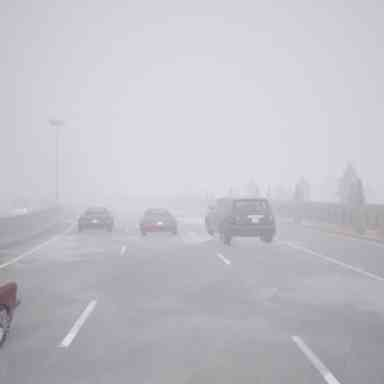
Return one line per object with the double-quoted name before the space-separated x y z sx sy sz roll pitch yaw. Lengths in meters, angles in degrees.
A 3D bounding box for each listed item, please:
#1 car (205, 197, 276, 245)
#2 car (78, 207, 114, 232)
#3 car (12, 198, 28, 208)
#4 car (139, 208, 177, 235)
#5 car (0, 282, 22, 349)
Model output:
"car" 2.136 1.241 16.012 2.150 2.045 5.566 0 0 -9
"car" -5.931 1.624 20.805 1.994 1.385 4.181 0 0 -12
"car" -26.497 1.685 51.246 2.128 1.511 4.902 0 0 -33
"car" -2.036 1.606 19.264 1.994 1.385 4.181 0 0 -11
"car" -3.579 1.621 3.154 1.895 1.301 4.718 0 0 -2
